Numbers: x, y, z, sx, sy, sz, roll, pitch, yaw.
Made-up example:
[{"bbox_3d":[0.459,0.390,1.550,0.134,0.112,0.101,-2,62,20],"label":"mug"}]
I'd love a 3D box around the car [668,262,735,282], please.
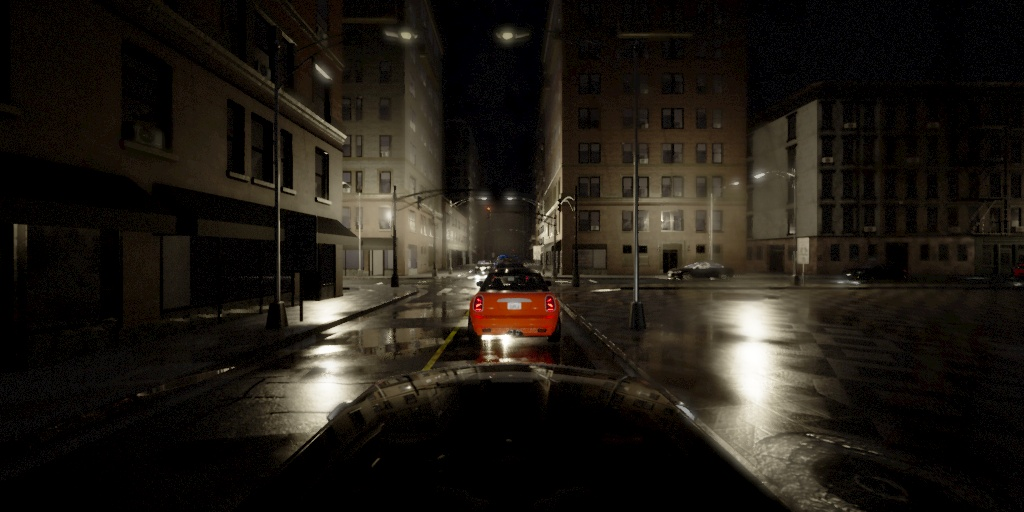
[{"bbox_3d":[15.021,1.245,28.586,4.902,1.511,2.128,0,0,-1],"label":"car"}]

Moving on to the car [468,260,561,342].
[{"bbox_3d":[0.058,1.101,9.904,2.097,1.767,4.553,0,0,0],"label":"car"}]

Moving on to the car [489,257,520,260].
[{"bbox_3d":[-0.161,1.101,18.825,2.097,1.767,4.553,0,0,-3],"label":"car"}]

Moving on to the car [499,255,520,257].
[{"bbox_3d":[-0.510,0.967,35.259,2.150,2.045,5.566,-1,0,-7],"label":"car"}]

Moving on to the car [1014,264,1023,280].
[{"bbox_3d":[44.194,0.980,28.774,5.566,2.045,2.150,0,0,0],"label":"car"}]

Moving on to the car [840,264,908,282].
[{"bbox_3d":[28.920,1.318,28.717,4.181,1.385,1.994,0,0,-2],"label":"car"}]

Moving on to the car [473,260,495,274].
[{"bbox_3d":[-3.174,1.238,41.223,2.128,1.511,4.902,0,0,0],"label":"car"}]
